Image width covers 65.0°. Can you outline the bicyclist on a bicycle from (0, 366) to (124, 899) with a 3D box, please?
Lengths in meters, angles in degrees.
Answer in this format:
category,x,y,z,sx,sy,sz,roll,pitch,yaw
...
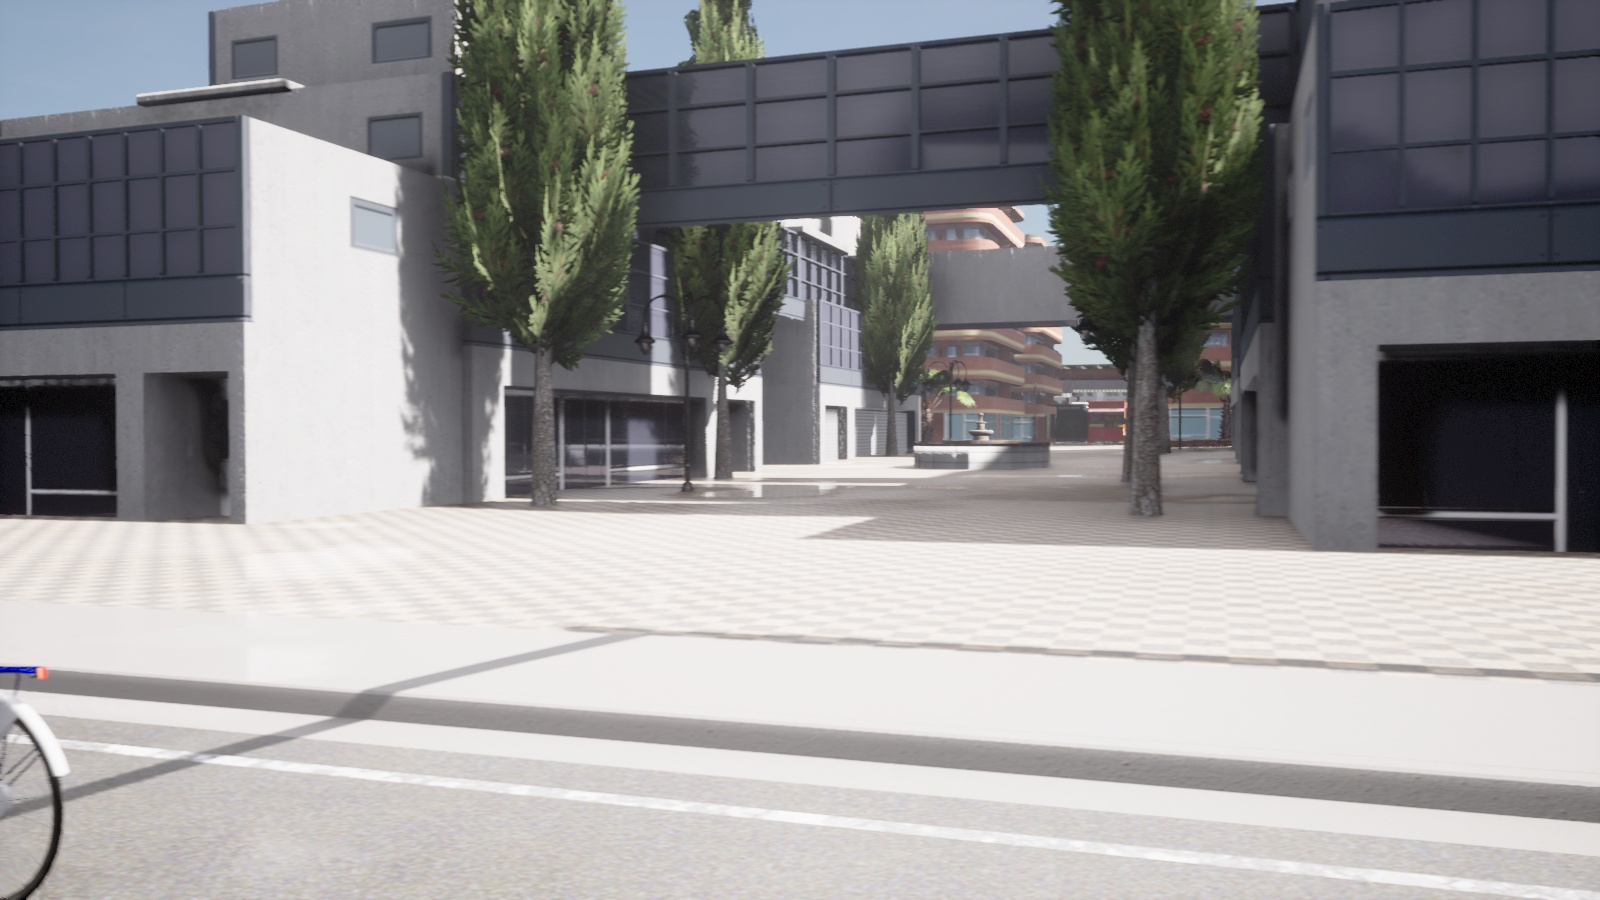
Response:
category,x,y,z,sx,sy,sz,roll,pitch,yaw
bicyclist on a bicycle,-3.307,0.616,4.312,1.843,1.776,0.659,1,1,19
